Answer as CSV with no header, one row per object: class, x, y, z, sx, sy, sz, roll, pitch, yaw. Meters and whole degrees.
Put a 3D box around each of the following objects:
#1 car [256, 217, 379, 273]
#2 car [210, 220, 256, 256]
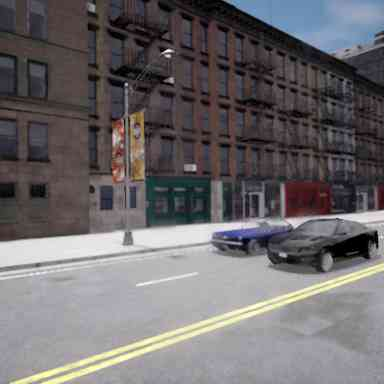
car,4.694,1.659,11.621,5.008,1.535,1.882,1,-2,-39
car,3.023,1.854,14.438,4.718,1.301,1.895,0,-1,-39
